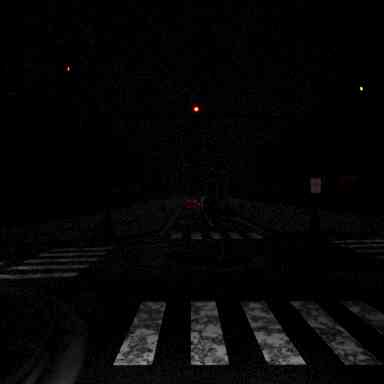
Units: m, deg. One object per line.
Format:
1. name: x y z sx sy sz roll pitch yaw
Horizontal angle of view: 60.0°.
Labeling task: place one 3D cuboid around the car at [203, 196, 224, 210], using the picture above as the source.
1. car: 2.590 1.360 35.117 2.192 1.841 5.009 -1 0 0

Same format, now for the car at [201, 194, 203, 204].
1. car: 2.584 1.374 40.520 2.192 1.841 5.009 -1 0 0

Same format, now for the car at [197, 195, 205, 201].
1. car: 2.525 1.712 94.544 1.967 1.590 4.097 -1 0 0

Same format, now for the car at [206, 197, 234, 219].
1. car: 2.597 1.473 29.715 1.967 1.590 4.097 -1 0 0

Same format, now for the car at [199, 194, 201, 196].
1. car: 2.914 1.505 67.886 2.097 1.767 4.553 0 0 0

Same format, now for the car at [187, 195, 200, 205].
1. car: 0.042 1.722 60.171 1.895 1.301 4.718 0 0 0
